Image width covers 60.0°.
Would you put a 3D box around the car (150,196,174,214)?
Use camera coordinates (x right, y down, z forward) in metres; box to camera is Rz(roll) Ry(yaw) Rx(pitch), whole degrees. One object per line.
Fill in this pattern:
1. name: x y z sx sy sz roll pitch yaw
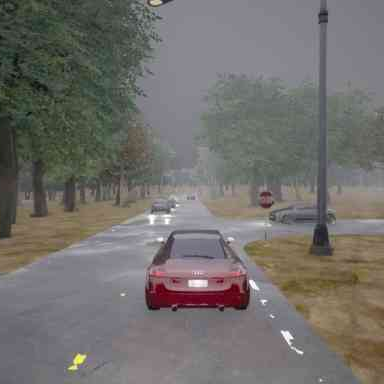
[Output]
1. car: -3.175 1.432 34.656 1.837 1.490 4.892 1 0 0

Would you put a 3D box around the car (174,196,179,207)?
1. car: -3.190 1.441 45.051 2.033 1.411 5.357 0 0 0

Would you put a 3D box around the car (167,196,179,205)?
1. car: -3.212 1.357 56.737 1.812 1.442 4.674 0 0 0

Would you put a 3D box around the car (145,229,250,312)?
1. car: 0.090 1.558 7.796 1.994 1.385 4.181 0 0 0

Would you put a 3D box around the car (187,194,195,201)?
1. car: -0.174 1.199 75.314 1.837 1.490 4.892 0 0 0

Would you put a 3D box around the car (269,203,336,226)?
1. car: 7.332 1.430 22.242 4.181 1.385 1.994 -1 1 -2
